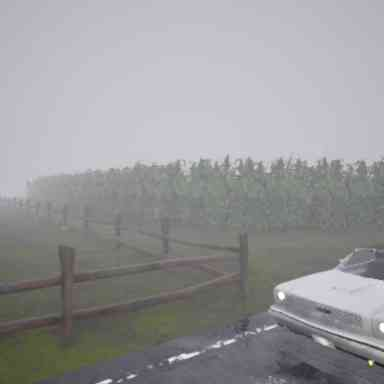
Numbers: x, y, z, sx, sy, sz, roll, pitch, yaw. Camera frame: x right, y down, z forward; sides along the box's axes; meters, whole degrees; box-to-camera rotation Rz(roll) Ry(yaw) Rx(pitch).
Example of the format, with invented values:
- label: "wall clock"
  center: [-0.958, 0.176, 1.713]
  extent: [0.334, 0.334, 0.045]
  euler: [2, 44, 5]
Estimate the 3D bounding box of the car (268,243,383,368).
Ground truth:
- label: "car"
  center: [3.476, 1.614, 5.571]
  extent: [4.718, 1.301, 1.895]
  euler: [0, 0, -36]
